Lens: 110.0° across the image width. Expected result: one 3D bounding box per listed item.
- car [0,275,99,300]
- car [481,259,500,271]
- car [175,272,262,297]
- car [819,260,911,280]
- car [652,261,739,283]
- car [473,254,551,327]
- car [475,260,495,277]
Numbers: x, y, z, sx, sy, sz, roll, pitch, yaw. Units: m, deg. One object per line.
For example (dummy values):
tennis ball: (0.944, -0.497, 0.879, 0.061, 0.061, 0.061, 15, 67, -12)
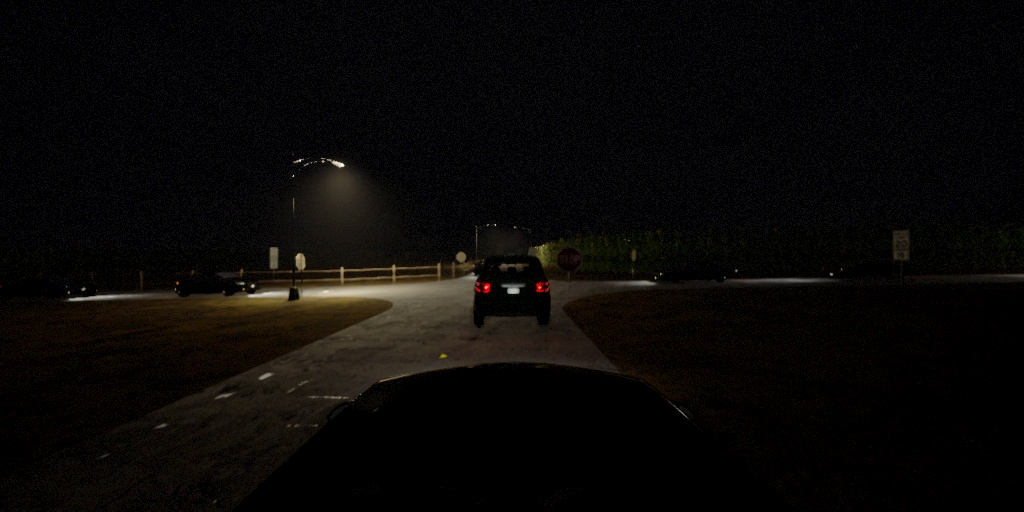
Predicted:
car: (-27.766, 1.852, 21.549, 4.181, 1.385, 1.994, -1, 0, -1)
car: (-2.815, 1.175, 47.449, 2.128, 1.511, 4.902, 0, 0, 1)
car: (-17.603, 1.657, 21.601, 4.181, 1.385, 1.994, -1, 0, 0)
car: (24.212, 0.909, 24.729, 4.718, 1.301, 1.895, -1, 0, 0)
car: (12.560, 1.073, 24.713, 5.357, 1.411, 2.033, -1, 0, 1)
car: (-0.100, 0.999, 11.891, 2.150, 2.045, 5.566, 0, 0, -3)
car: (-2.775, 1.236, 37.205, 1.837, 1.490, 4.892, 0, 0, -2)
